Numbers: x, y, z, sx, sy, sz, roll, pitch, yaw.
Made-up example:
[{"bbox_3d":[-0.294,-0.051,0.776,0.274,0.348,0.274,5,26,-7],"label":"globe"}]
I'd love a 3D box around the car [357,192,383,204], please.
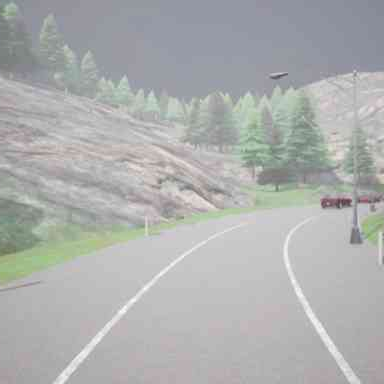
[{"bbox_3d":[23.075,0.739,43.148,4.181,1.385,1.994,-3,1,-36],"label":"car"}]

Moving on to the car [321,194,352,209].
[{"bbox_3d":[15.832,0.982,36.364,1.882,1.535,5.008,0,1,44],"label":"car"}]
